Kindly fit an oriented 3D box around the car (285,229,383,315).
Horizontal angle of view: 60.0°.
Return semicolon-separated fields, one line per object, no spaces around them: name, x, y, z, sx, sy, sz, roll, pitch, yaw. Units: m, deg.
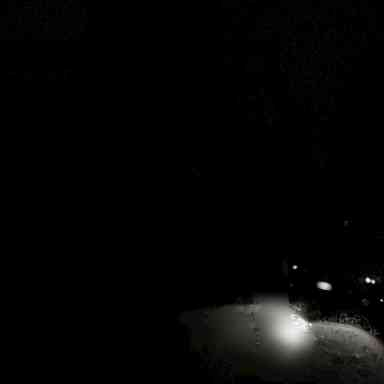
car;3.918;1.563;7.528;4.181;1.385;1.994;0;0;-43
